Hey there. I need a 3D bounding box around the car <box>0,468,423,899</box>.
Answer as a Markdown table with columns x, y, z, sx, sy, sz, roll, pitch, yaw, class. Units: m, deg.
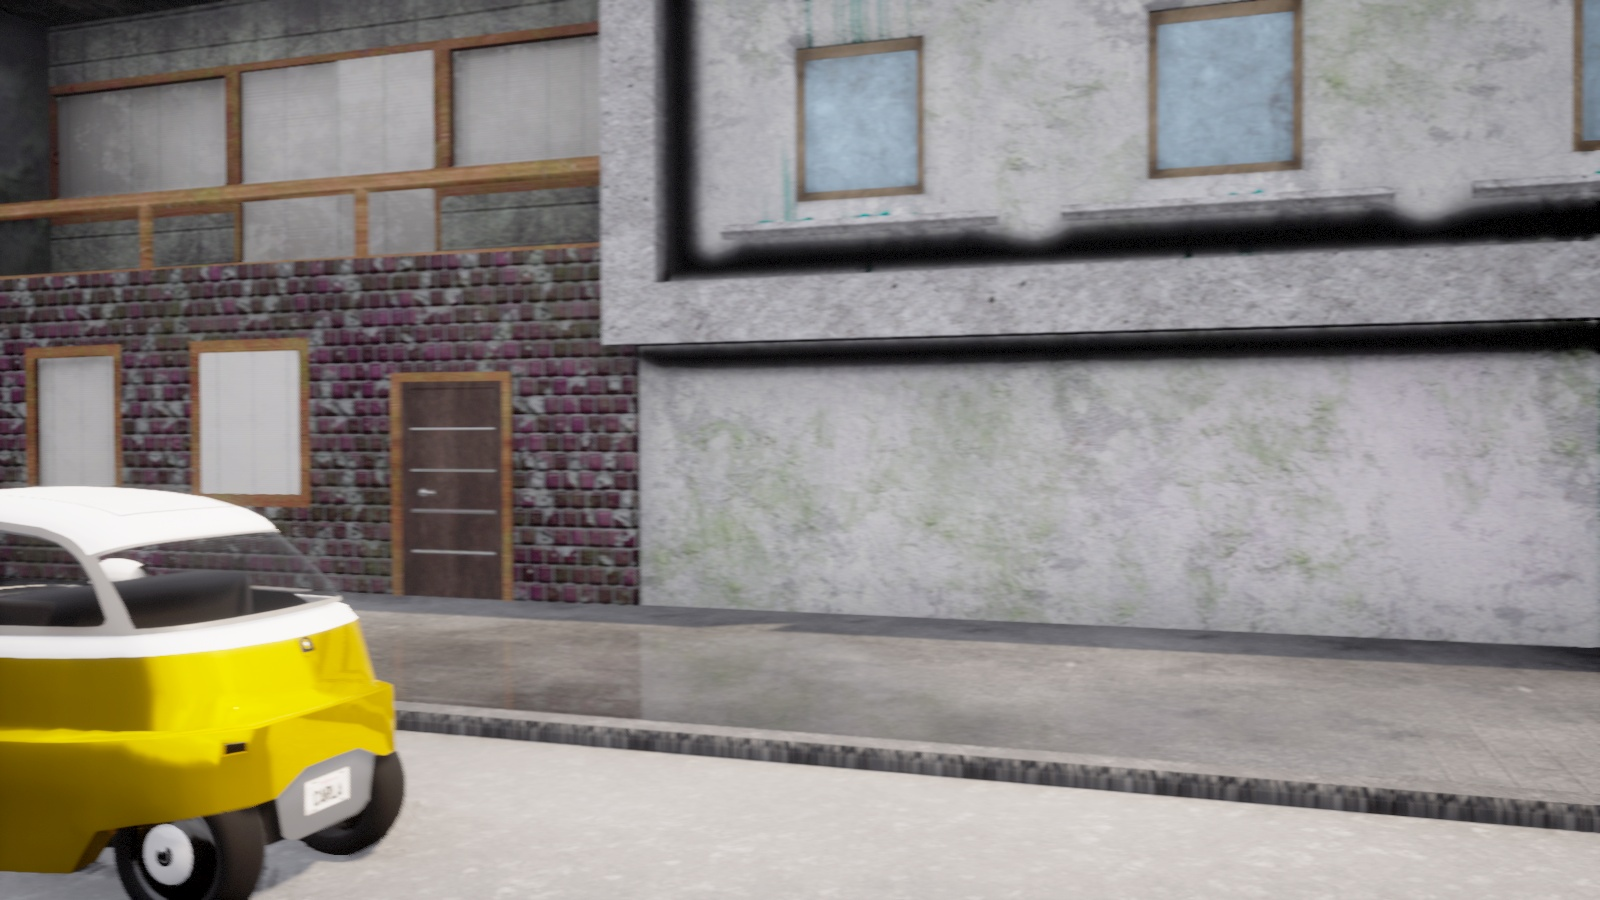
| x | y | z | sx | sy | sz | roll | pitch | yaw | class |
| --- | --- | --- | --- | --- | --- | --- | --- | --- | --- |
| -2.787 | 0.796 | 4.658 | 2.207 | 1.376 | 1.481 | 1 | 1 | 19 | car |
